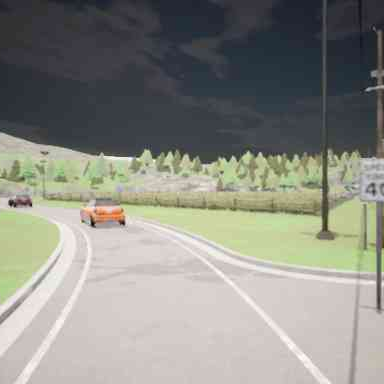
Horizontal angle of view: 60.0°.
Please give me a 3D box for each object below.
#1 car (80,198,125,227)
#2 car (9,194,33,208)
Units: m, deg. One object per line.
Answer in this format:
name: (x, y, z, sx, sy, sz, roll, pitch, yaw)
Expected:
car: (-5.892, 1.171, 21.594, 2.097, 1.767, 4.553, -1, 1, -28)
car: (-22.367, 1.046, 43.395, 2.097, 1.767, 4.553, -1, 1, -37)
